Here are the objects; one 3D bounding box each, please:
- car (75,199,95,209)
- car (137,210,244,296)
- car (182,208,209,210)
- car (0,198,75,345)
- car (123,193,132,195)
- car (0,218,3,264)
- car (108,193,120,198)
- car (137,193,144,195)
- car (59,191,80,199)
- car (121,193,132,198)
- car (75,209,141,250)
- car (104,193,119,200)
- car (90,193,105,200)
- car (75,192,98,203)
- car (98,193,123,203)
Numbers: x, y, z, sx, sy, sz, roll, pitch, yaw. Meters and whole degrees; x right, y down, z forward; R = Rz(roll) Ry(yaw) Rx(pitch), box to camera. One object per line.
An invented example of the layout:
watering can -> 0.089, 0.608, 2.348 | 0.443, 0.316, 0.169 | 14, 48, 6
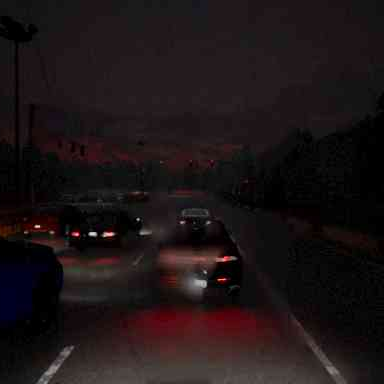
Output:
car -> -6.843, 1.357, 17.192 | 1.882, 1.535, 5.008 | 0, 0, 0
car -> 0.127, 1.437, 8.462 | 2.128, 1.511, 4.902 | 0, 0, 0
car -> 0.174, 1.476, 17.792 | 1.895, 1.301, 4.718 | 0, 0, 0
car -> -3.387, 1.204, 3.606 | 2.150, 2.045, 5.566 | 0, 0, 0
car -> -13.614, 0.993, 71.179 | 1.812, 1.442, 4.674 | 0, 0, 0
car -> -6.881, 1.512, 8.207 | 1.994, 1.385, 4.181 | 0, 0, 1
car -> -20.519, 0.933, 87.483 | 1.895, 1.301, 4.718 | 0, 0, 0
car -> -13.526, 0.877, 86.143 | 1.812, 1.442, 4.674 | 0, 0, 0
car -> -20.767, 0.798, 57.015 | 2.150, 2.045, 5.566 | 0, 0, 1
car -> -17.027, 0.905, 86.126 | 1.994, 1.385, 4.181 | 0, 0, 0
car -> -3.348, 1.453, 13.779 | 2.033, 1.411, 5.357 | 0, 0, 0
car -> -17.116, 1.024, 70.818 | 1.994, 1.385, 4.181 | 0, 0, 0
car -> -20.606, 0.936, 72.492 | 1.882, 1.535, 5.008 | 0, 0, 0
car -> -17.286, 1.188, 55.536 | 1.895, 1.301, 4.718 | 0, 0, 1
car -> -13.781, 1.073, 56.287 | 2.128, 1.511, 4.902 | 0, 0, 1
